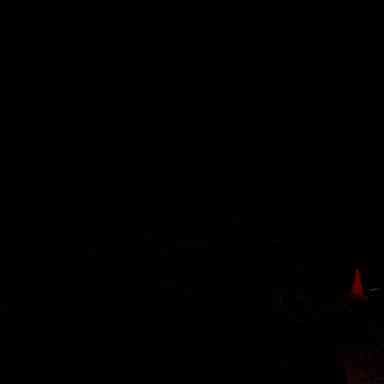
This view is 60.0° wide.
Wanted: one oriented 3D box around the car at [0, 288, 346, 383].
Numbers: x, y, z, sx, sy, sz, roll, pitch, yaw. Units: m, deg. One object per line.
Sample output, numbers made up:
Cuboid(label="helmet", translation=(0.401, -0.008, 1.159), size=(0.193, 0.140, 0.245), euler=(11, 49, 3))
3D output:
Cuboid(label="car", translation=(-1.263, 1.442, 1.784), size=(5.008, 1.535, 1.882), euler=(0, 0, -32))

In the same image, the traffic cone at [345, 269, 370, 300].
Cuboid(label="traffic cone", translation=(3.479, 1.923, 6.999), size=(0.340, 0.580, 0.340), euler=(0, 1, -22))
